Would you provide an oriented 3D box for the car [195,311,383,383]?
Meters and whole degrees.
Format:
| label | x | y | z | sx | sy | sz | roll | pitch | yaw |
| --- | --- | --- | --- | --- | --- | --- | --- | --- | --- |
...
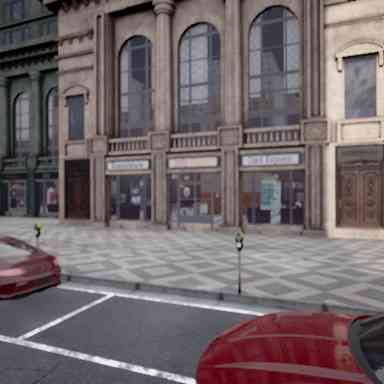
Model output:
| label | x | y | z | sx | sy | sz | roll | pitch | yaw |
| --- | --- | --- | --- | --- | --- | --- | --- | --- | --- |
| car | 2.442 | 1.481 | 2.214 | 5.008 | 1.535 | 1.882 | 0 | 0 | 20 |

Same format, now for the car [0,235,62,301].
| label | x | y | z | sx | sy | sz | roll | pitch | yaw |
| --- | --- | --- | --- | --- | --- | --- | --- | --- | --- |
| car | -4.809 | 1.589 | 7.265 | 4.206 | 1.307 | 1.802 | 0 | 0 | 22 |
